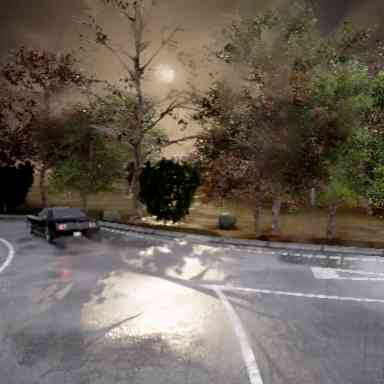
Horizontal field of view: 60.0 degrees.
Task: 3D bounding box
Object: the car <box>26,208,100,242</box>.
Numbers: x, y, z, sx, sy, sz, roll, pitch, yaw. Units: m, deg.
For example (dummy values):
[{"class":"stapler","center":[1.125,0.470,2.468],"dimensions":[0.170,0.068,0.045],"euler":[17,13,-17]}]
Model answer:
[{"class":"car","center":[-5.984,1.350,15.009],"dimensions":[1.895,1.301,4.718],"euler":[0,1,-39]}]
